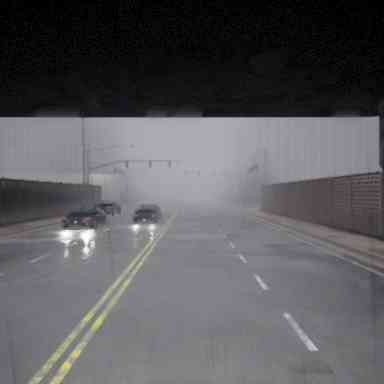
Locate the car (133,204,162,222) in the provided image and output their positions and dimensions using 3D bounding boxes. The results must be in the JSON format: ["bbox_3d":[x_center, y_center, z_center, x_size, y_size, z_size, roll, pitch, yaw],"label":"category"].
[{"bbox_3d":[-3.529,1.672,27.195,2.033,1.411,5.357,0,0,0],"label":"car"}]

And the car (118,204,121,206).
[{"bbox_3d":[-7.029,1.272,27.193,1.994,1.385,4.181,0,0,0],"label":"car"}]

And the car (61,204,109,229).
[{"bbox_3d":[-7.062,1.650,22.195,1.994,1.385,4.181,0,0,1],"label":"car"}]
